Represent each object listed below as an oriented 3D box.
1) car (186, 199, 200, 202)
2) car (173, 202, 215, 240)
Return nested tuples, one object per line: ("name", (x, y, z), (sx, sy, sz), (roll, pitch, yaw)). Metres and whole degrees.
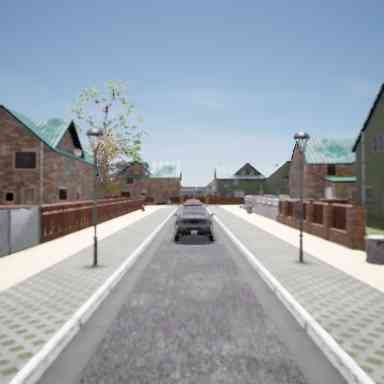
("car", (0.087, 1.468, 33.265), (1.882, 1.535, 5.008), (0, 0, 0))
("car", (0.094, 1.503, 16.926), (1.837, 1.490, 4.892), (0, 0, 0))
